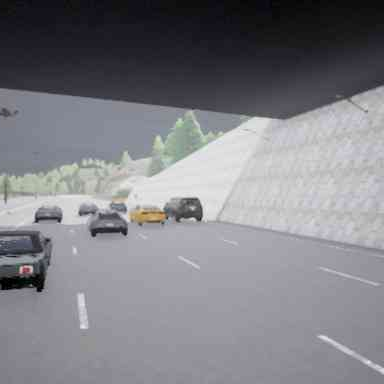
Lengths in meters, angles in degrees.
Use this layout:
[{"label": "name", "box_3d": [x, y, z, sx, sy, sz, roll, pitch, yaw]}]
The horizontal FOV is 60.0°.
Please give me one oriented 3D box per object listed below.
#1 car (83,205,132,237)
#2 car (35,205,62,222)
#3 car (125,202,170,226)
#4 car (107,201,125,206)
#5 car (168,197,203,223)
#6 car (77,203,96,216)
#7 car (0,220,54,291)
[{"label": "car", "box_3d": [-5.004, 1.701, 19.324, 1.994, 1.385, 4.181, 0, 0, -21]}, {"label": "car", "box_3d": [-11.936, 1.750, 27.799, 1.994, 1.385, 4.181, 0, 0, -21]}, {"label": "car", "box_3d": [-3.497, 1.663, 25.254, 1.882, 1.535, 5.008, 0, 0, -21]}, {"label": "car", "box_3d": [-9.127, 1.779, 40.202, 2.128, 1.511, 4.902, 0, 0, -21]}, {"label": "car", "box_3d": [-0.884, 1.438, 28.239, 2.150, 2.045, 5.566, 0, 0, -21]}, {"label": "car", "box_3d": [-11.127, 1.811, 35.582, 1.994, 1.385, 4.181, 0, 0, -21]}, {"label": "car", "box_3d": [-4.765, 1.659, 8.760, 1.895, 1.301, 4.718, 0, 0, -21]}]
